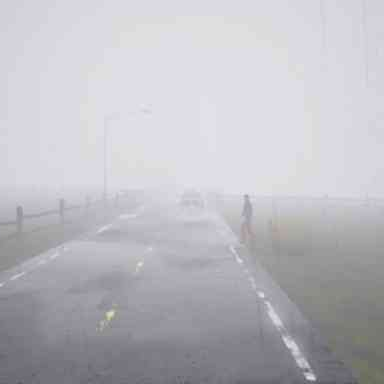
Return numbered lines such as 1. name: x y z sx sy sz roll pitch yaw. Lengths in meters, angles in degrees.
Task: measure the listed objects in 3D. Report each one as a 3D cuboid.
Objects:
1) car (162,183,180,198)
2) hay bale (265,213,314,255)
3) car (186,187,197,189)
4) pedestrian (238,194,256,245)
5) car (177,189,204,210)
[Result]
1. car: -2.950 -0.275 47.634 2.150 2.045 5.566 0 1 0
2. hay bale: 3.091 1.313 10.686 1.220 1.180 1.240 -1 1 0
3. car: -0.040 0.035 45.819 1.882 1.535 5.008 0 1 0
4. pedestrian: 1.928 0.920 11.746 0.375 1.860 0.375 1 1 -2
5. car: 0.000 0.716 27.916 1.895 1.301 4.718 0 2 0
